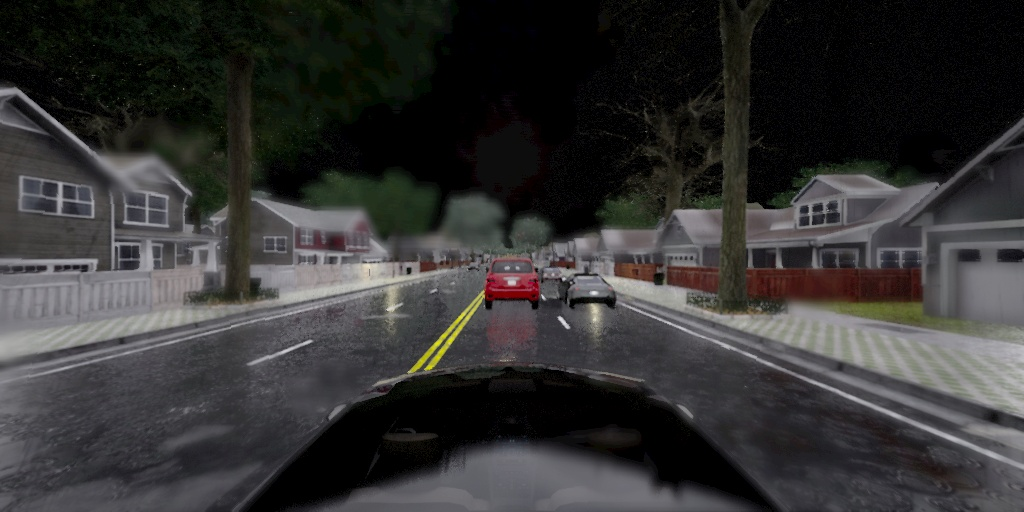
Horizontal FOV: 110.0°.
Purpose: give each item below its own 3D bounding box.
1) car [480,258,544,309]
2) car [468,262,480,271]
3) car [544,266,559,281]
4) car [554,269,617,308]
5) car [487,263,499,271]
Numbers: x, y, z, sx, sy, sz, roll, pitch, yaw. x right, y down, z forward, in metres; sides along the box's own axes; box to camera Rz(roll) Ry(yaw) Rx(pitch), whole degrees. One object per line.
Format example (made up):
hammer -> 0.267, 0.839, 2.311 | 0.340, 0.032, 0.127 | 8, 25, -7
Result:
car -> -0.001, 1.099, 15.863 | 2.150, 2.045, 5.566 | 0, 0, 0
car -> -6.513, 1.834, 62.284 | 1.837, 1.490, 4.892 | 0, -1, 0
car -> 3.247, 1.573, 30.831 | 2.033, 1.411, 5.357 | 0, -1, 0
car -> 3.254, 1.450, 16.179 | 1.994, 1.385, 4.181 | 0, 0, 0
car -> -3.263, 1.887, 62.287 | 1.994, 1.385, 4.181 | 0, -1, 0
